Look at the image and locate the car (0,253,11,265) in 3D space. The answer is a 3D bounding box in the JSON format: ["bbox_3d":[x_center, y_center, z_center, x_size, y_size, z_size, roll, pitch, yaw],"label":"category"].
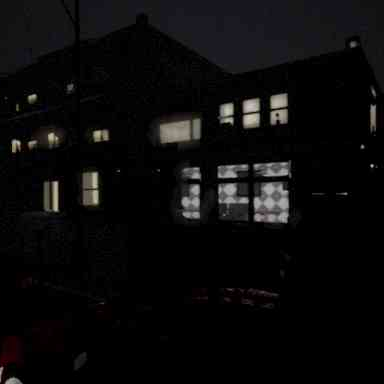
[{"bbox_3d":[-4.450,1.528,5.900,4.206,1.307,1.802,0,0,34],"label":"car"}]

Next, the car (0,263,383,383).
[{"bbox_3d":[0.140,1.522,2.787,4.507,1.381,1.887,0,0,34],"label":"car"}]
